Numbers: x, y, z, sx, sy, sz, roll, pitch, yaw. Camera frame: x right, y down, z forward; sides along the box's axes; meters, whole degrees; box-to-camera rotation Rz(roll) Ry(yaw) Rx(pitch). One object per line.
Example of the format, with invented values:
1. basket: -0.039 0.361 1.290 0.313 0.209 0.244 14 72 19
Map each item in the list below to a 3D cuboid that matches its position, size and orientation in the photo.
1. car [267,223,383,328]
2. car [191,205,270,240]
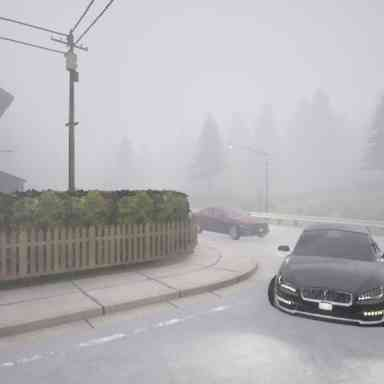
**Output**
1. car: 3.135 1.507 7.280 1.837 1.490 4.892 0 0 27
2. car: 1.837 1.481 17.416 1.882 1.535 5.008 0 0 -33
